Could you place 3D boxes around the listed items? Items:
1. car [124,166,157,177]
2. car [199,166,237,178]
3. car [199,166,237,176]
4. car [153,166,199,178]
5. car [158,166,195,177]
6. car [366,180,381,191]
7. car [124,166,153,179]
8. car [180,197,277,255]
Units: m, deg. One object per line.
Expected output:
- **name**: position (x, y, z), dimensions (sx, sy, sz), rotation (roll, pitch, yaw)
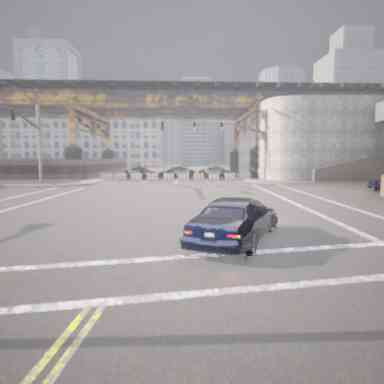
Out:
- **car**: position (-6.637, -2.688, 42.691), dimensions (4.536, 1.218, 1.853), rotation (6, 8, 44)
- **car**: position (3.382, -2.602, 43.392), dimensions (4.974, 1.542, 2.038), rotation (3, 7, 29)
- **car**: position (3.336, -2.762, 43.400), dimensions (4.536, 1.218, 1.853), rotation (3, 7, 29)
- **car**: position (-1.991, -2.525, 42.647), dimensions (4.974, 1.542, 2.038), rotation (-4, 7, -36)
- **car**: position (-1.949, -2.685, 42.661), dimensions (4.536, 1.218, 1.853), rotation (-4, 7, -36)
- **car**: position (16.181, -0.616, 25.735), dimensions (4.718, 1.301, 1.895), rotation (0, 6, -1)
- **car**: position (-6.599, -2.527, 42.671), dimensions (4.974, 1.542, 2.038), rotation (6, 8, 44)
- **car**: position (1.442, 0.893, 10.800), dimensions (2.033, 1.411, 5.357), rotation (2, 7, 23)
